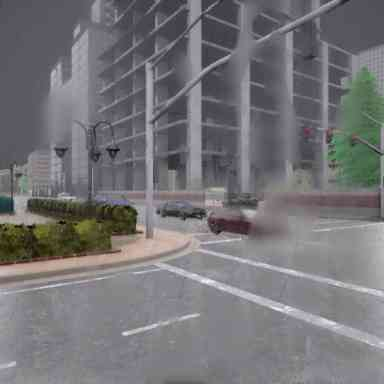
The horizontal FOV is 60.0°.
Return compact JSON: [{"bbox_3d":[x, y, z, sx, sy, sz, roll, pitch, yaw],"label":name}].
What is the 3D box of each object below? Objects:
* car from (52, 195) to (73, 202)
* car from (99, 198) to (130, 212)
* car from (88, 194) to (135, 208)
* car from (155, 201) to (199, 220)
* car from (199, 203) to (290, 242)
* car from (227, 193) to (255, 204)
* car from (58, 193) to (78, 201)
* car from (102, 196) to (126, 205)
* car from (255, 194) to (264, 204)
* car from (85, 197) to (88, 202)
[{"bbox_3d":[-18.057,1.508,45.022,1.994,1.385,4.181,0,0,-36],"label":"car"},{"bbox_3d":[-9.099,1.470,38.625,1.812,1.442,4.674,0,0,-36],"label":"car"},{"bbox_3d":[-7.164,1.166,29.984,2.150,2.045,5.566,0,0,-36],"label":"car"},{"bbox_3d":[-1.040,1.492,27.510,2.033,1.411,5.357,0,0,-36],"label":"car"},{"bbox_3d":[2.633,1.486,16.499,1.812,1.442,4.674,0,0,-36],"label":"car"},{"bbox_3d":[7.095,1.114,50.650,1.905,1.878,3.866,0,0,-36],"label":"car"},{"bbox_3d":[-20.598,1.153,54.598,2.150,2.045,5.566,0,0,-36],"label":"car"},{"bbox_3d":[-13.340,1.436,56.692,2.128,1.511,4.902,0,0,-36],"label":"car"},{"bbox_3d":[9.485,1.114,52.365,1.905,1.878,3.866,0,0,-36],"label":"car"},{"bbox_3d":[-19.444,1.436,65.103,2.128,1.511,4.902,0,0,-36],"label":"car"}]
